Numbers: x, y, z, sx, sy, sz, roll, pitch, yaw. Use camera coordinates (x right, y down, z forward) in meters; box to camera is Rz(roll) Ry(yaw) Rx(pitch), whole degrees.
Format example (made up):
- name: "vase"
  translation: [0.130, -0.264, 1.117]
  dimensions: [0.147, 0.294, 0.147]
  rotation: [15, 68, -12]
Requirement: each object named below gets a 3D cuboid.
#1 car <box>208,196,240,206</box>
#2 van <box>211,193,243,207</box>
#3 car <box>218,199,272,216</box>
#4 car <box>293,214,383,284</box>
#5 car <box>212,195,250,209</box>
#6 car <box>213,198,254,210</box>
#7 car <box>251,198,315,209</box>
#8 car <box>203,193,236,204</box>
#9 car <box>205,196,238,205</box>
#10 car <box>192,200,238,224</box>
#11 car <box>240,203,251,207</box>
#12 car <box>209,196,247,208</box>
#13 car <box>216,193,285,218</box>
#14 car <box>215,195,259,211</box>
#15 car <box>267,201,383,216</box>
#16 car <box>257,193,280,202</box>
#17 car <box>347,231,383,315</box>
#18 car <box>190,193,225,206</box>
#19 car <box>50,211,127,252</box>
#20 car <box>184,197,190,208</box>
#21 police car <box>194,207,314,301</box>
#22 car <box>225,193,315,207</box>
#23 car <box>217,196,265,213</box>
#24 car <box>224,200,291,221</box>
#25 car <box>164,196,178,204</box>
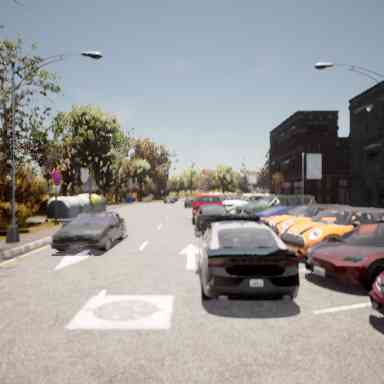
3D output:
- name: "car"
  translation: [5.200, 1.479, 53.697]
  dimensions: [4.674, 1.452, 2.002]
  rotation: [1, 0, -20]
- name: "van"
  translation: [5.318, 1.212, 50.740]
  dimensions: [4.442, 1.987, 1.878]
  rotation: [1, 0, -20]
- name: "car"
  translation: [5.219, 1.458, 32.659]
  dimensions: [4.792, 1.488, 2.163]
  rotation: [1, 0, -20]
- name: "car"
  translation: [5.250, 1.490, 8.647]
  dimensions: [4.792, 1.488, 2.163]
  rotation: [1, 0, -20]
- name: "car"
  translation: [5.259, 1.307, 44.692]
  dimensions: [4.553, 1.767, 2.185]
  rotation: [1, 0, -20]
- name: "car"
  translation: [5.232, 1.470, 41.683]
  dimensions: [4.674, 1.452, 2.002]
  rotation: [1, 0, -20]
- name: "car"
  translation: [5.298, 1.323, 14.668]
  dimensions: [4.553, 1.767, 2.185]
  rotation: [1, 0, -20]
- name: "car"
  translation: [5.172, 1.195, 62.732]
  dimensions: [5.566, 2.045, 2.435]
  rotation: [1, 0, -20]
- name: "car"
  translation: [5.007, 1.436, 56.638]
  dimensions: [5.366, 1.575, 1.946]
  rotation: [1, 0, -20]
- name: "car"
  translation: [1.109, 1.434, 18.358]
  dimensions: [1.882, 1.535, 5.008]
  rotation: [0, 0, 0]
- name: "car"
  translation: [5.257, 1.483, 17.665]
  dimensions: [4.674, 1.452, 2.002]
  rotation: [1, 0, -20]
- name: "car"
  translation: [5.209, 1.434, 47.695]
  dimensions: [5.008, 1.535, 2.097]
  rotation: [1, 0, -20]
- name: "car"
  translation: [5.225, 1.178, 29.659]
  dimensions: [5.566, 2.045, 2.435]
  rotation: [1, 0, -20]
- name: "car"
  translation: [5.205, 1.303, 38.674]
  dimensions: [4.553, 1.767, 2.185]
  rotation: [1, 0, -20]
- name: "car"
  translation: [5.303, 1.329, 11.667]
  dimensions: [4.553, 1.767, 2.185]
  rotation: [1, 0, -20]
- name: "car"
  translation: [18.075, 1.218, 78.775]
  dimensions: [2.435, 2.045, 5.566]
  rotation: [0, 1, -22]
- name: "car"
  translation: [5.289, 1.509, 5.655]
  dimensions: [4.674, 1.452, 2.002]
  rotation: [1, 0, -20]
- name: "car"
  translation: [1.097, 1.173, 24.388]
  dimensions: [2.150, 2.045, 5.566]
  rotation: [0, 0, 0]
- name: "car"
  translation: [-4.034, 1.510, 14.014]
  dimensions: [2.033, 1.411, 5.357]
  rotation: [0, 0, 0]
- name: "car"
  translation: [-0.128, 1.440, 46.916]
  dimensions: [2.128, 1.511, 4.902]
  rotation: [0, 0, 0]
- name: "police car"
  translation: [1.133, 1.401, 8.468]
  dimensions: [1.930, 1.638, 5.238]
  rotation: [0, 0, 0]
- name: "car"
  translation: [5.247, 1.187, 20.642]
  dimensions: [5.566, 2.045, 2.435]
  rotation: [1, 0, -20]
- name: "car"
  translation: [5.210, 1.302, 35.673]
  dimensions: [4.553, 1.767, 2.185]
  rotation: [1, 0, -20]
- name: "car"
  translation: [5.222, 1.461, 26.658]
  dimensions: [4.792, 1.488, 2.163]
  rotation: [1, 0, -20]
- name: "car"
  translation: [-4.263, 1.453, 62.589]
  dimensions: [2.128, 1.511, 4.902]
  rotation: [0, 0, 0]
